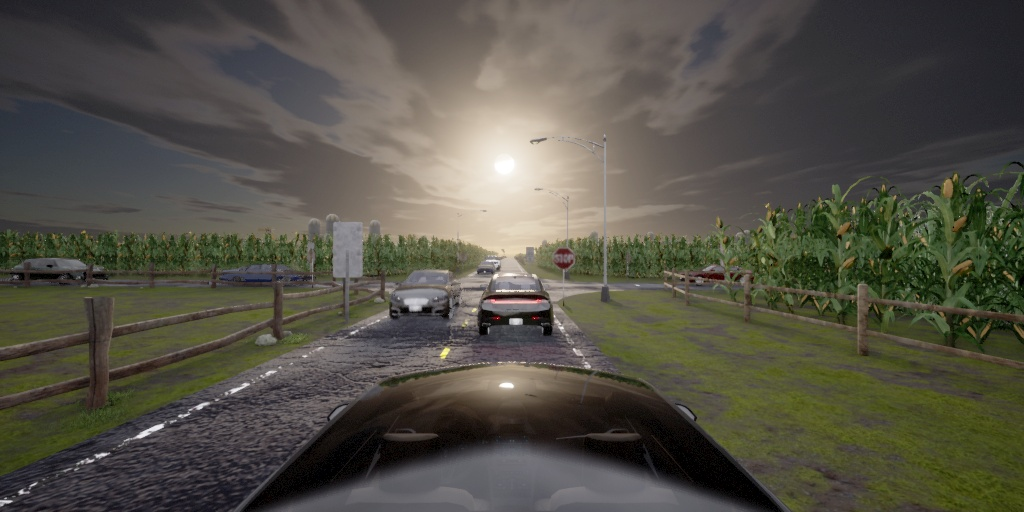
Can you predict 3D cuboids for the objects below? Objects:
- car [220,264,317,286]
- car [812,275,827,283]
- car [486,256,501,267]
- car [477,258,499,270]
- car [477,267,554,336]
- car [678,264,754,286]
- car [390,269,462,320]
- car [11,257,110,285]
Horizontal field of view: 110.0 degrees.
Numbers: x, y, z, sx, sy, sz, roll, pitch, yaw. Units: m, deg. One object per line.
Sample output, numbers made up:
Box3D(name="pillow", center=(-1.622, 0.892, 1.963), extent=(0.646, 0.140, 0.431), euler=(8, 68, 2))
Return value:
Box3D(name="car", center=(-15.749, 1.197, 23.296), extent=(5.357, 1.411, 2.033), euler=(0, -1, 0))
Box3D(name="car", center=(24.187, 1.439, 25.874), extent=(4.892, 1.490, 1.837), euler=(0, -1, 0))
Box3D(name="car", center=(-2.896, 0.955, 51.328), extent=(2.150, 2.045, 5.566), euler=(0, 0, 1))
Box3D(name="car", center=(-2.898, 1.287, 40.853), extent=(2.033, 1.411, 5.357), euler=(0, 0, 0))
Box3D(name="car", center=(0.088, 1.242, 10.384), extent=(2.128, 1.511, 4.902), euler=(0, 0, 0))
Box3D(name="car", center=(14.722, 1.346, 25.958), extent=(5.008, 1.535, 1.882), euler=(0, -1, 1))
Box3D(name="car", center=(-2.887, 1.242, 12.777), extent=(2.128, 1.511, 4.902), euler=(0, 0, -3))
Box3D(name="car", center=(-29.313, 0.929, 23.393), extent=(4.553, 1.767, 2.097), euler=(0, -1, 1))
